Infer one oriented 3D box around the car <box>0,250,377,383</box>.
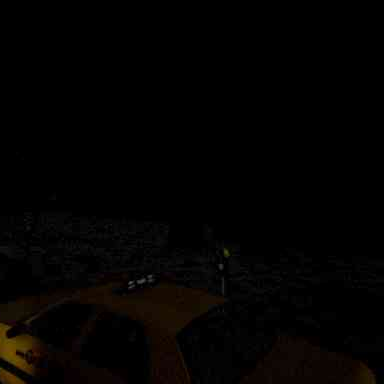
[{"bbox_3d":[-0.746,1.527,3.497,4.829,1.417,1.752,0,0,36],"label":"car"}]
